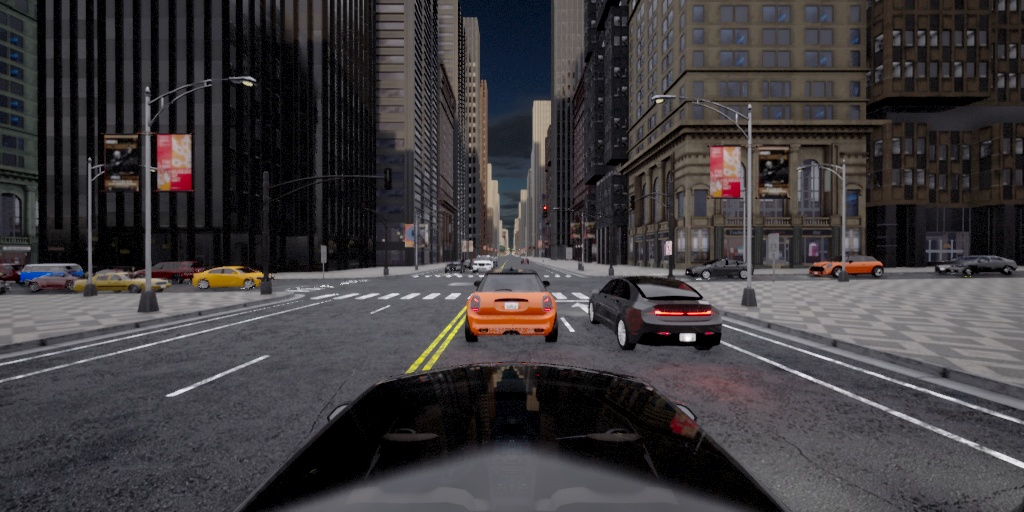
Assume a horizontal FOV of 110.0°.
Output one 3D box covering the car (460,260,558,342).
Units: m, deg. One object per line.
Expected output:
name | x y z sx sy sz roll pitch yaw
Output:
car | -0.006 1.099 9.897 2.097 1.767 4.553 0 0 0

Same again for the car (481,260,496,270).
car | -3.451 1.275 53.264 1.994 1.385 4.181 0 0 1

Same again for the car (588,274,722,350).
car | 3.236 1.252 9.036 1.837 1.490 4.892 0 0 0

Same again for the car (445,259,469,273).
car | -6.692 1.287 42.450 1.994 1.385 4.181 0 0 0

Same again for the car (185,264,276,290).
car | -19.024 1.461 24.699 5.008 1.535 1.882 -1 0 1

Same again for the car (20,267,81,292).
car | -30.341 1.701 24.756 4.181 1.385 1.994 -1 0 1

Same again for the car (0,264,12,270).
car | -44.386 1.615 30.634 5.009 1.841 2.192 0 0 0

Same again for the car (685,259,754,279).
car | 16.129 0.998 27.976 4.892 1.490 1.837 -1 0 0

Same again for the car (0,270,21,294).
car | -33.819 1.747 22.083 4.403 1.370 2.007 0 0 0

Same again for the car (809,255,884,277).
car | 25.956 0.714 27.978 4.553 1.767 2.097 -1 0 0

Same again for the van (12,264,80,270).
van | -39.299 1.573 30.628 3.998 1.789 1.690 0 0 0

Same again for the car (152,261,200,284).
car | -29.125 1.409 30.617 5.009 1.841 2.192 0 0 0

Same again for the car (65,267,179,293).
car | -23.878 1.589 22.084 4.829 1.417 1.751 0 0 0

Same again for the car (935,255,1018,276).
car | 36.092 0.718 27.979 4.902 1.511 2.128 -1 0 0

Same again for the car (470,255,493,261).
car | -3.444 0.944 43.292 2.150 2.045 5.566 0 0 0
